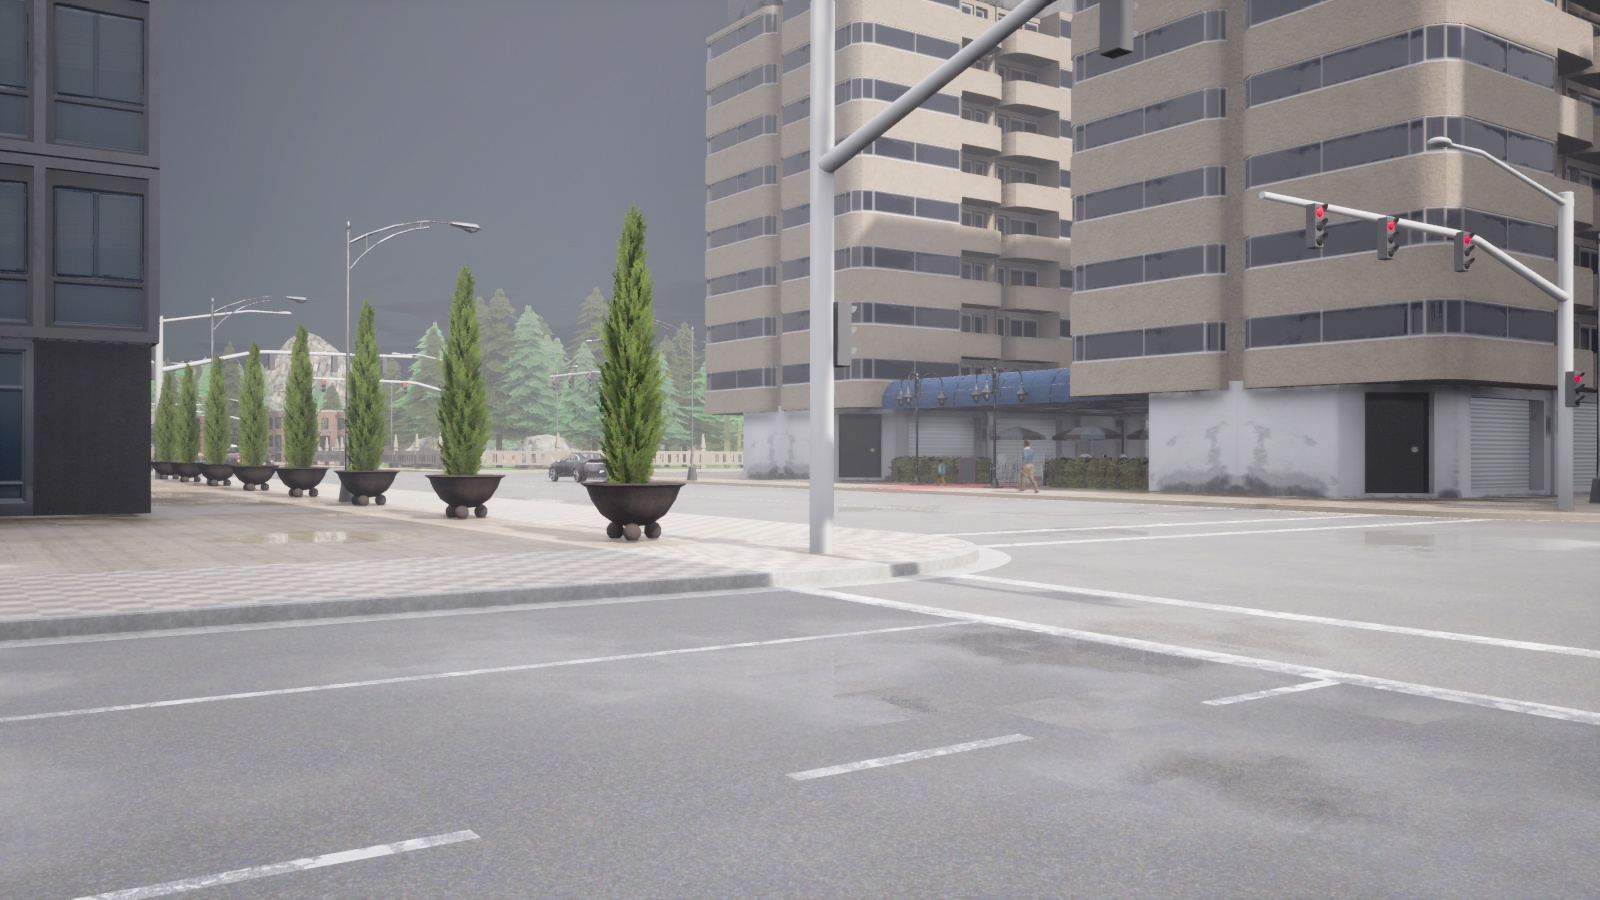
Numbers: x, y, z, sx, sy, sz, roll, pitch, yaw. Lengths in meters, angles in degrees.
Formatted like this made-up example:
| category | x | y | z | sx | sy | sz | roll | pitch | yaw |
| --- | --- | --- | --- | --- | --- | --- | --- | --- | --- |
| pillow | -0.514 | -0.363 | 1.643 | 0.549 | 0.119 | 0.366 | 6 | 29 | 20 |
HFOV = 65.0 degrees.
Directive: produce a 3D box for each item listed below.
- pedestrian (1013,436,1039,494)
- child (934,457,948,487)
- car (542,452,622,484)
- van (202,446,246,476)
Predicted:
| category | x | y | z | sx | sy | sz | roll | pitch | yaw |
| --- | --- | --- | --- | --- | --- | --- | --- | --- | --- |
| pedestrian | 7.651 | 0.491 | 42.458 | 0.423 | 1.949 | 0.788 | 0 | 0 | -36 |
| child | 5.591 | 0.857 | 49.741 | 0.343 | 1.192 | 0.448 | 0 | 0 | -33 |
| car | -11.100 | 0.880 | 63.618 | 2.128 | 1.511 | 4.902 | 0 | 0 | -34 |
| van | -40.309 | 0.769 | 87.841 | 2.069 | 2.038 | 4.480 | 0 | 0 | -34 |
